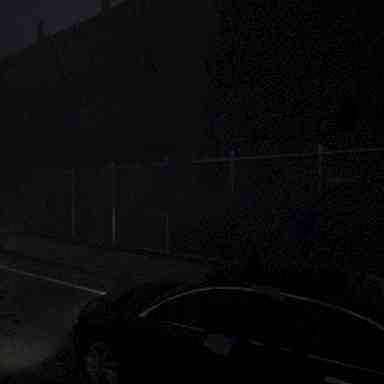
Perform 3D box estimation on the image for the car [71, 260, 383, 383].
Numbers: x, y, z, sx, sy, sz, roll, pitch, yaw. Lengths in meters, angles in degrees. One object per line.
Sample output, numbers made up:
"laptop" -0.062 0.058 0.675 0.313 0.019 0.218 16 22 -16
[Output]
"car" 0.743 1.510 3.462 4.892 1.490 1.837 0 0 35
